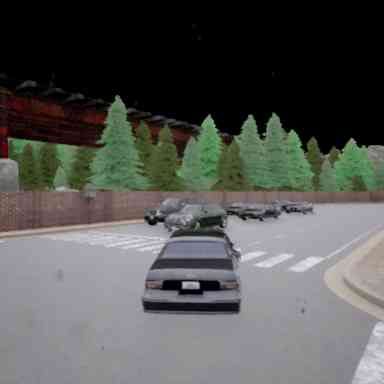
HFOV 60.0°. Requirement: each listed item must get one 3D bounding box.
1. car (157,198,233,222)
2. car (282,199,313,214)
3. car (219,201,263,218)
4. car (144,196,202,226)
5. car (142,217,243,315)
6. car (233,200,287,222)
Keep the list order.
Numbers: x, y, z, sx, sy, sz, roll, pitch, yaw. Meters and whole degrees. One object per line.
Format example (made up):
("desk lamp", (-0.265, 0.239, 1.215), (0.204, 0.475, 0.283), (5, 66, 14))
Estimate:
("car", (0.303, 1.463, 20.607), (2.097, 1.767, 4.553), (-1, 0, 36))
("car", (11.736, 1.676, 36.284), (1.994, 1.385, 4.181), (-1, 0, 36))
("car", (4.954, 1.692, 32.927), (2.033, 1.411, 5.357), (-1, 0, 37))
("car", (-1.087, 1.366, 24.644), (2.150, 2.045, 5.566), (-1, 0, 36))
("car", (0.184, 1.589, 7.950), (2.033, 1.411, 5.357), (-1, 0, 5))
("car", (5.883, 1.659, 28.261), (2.033, 1.411, 5.357), (-1, 0, 36))
